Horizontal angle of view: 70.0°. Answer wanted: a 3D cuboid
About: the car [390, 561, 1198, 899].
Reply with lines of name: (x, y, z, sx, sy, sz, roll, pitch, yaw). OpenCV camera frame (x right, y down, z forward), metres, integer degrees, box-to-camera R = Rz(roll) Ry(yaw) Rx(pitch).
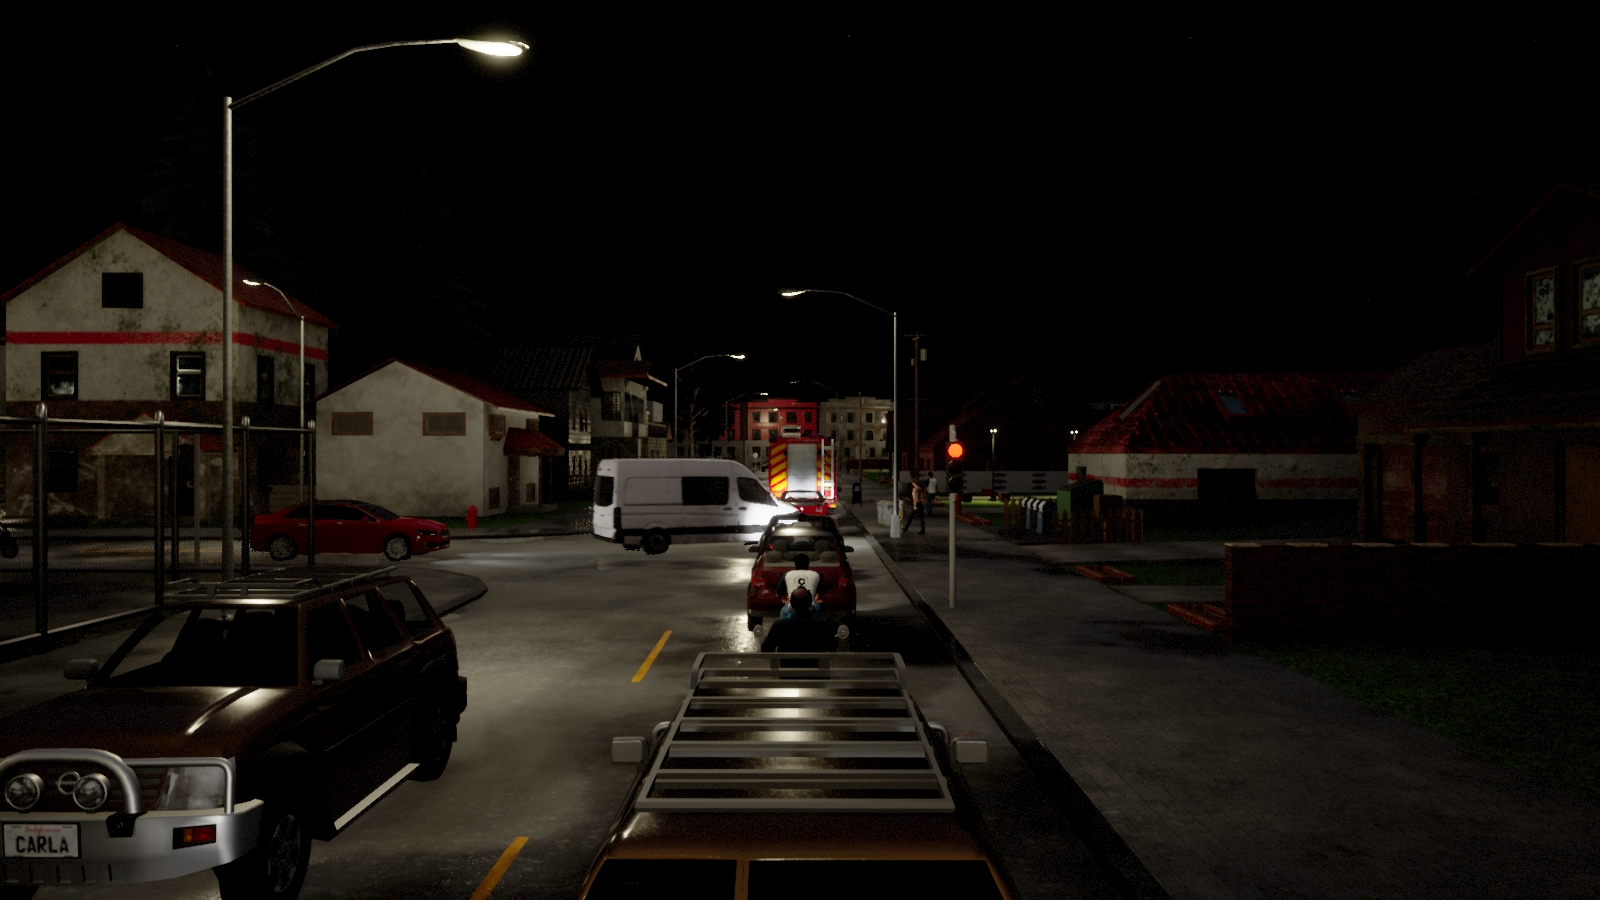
car: (-0.006, 1.641, 5.035, 1.932, 1.855, 4.605, 0, 0, 0)

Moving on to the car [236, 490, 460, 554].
car: (-11.527, 1.831, 29.424, 4.892, 1.480, 2.231, 0, 0, 0)

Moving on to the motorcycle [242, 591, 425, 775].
motorcycle: (-3.994, 1.958, 9.954, 0.856, 1.236, 1.805, 0, 0, 0)

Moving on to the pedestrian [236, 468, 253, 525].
pedestrian: (-18.241, 1.510, 37.534, 0.375, 1.860, 0.375, 0, 0, -1)

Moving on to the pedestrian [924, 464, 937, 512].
pedestrian: (5.187, 1.507, 45.358, 0.375, 1.860, 0.375, 0, 0, -28)

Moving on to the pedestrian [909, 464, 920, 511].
pedestrian: (4.612, 1.506, 45.984, 0.375, 1.860, 0.375, 0, 0, 15)

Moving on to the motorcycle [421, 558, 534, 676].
motorcycle: (-3.894, 1.987, 13.966, 0.803, 1.145, 2.033, 0, 0, 0)

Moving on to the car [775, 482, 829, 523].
car: (0.074, 1.919, 42.742, 1.895, 1.301, 4.718, 0, 0, 0)

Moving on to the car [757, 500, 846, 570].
car: (0.042, 1.920, 26.673, 1.895, 1.301, 4.718, 0, 0, 0)

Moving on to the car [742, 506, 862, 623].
car: (0.027, 1.798, 18.824, 1.789, 1.549, 3.705, 0, 0, 0)

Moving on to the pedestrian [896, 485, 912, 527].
pedestrian: (3.330, 1.791, 36.696, 0.375, 1.300, 0.375, 0, 0, 32)

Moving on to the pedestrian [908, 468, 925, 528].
pedestrian: (3.675, 1.512, 36.087, 0.375, 1.860, 0.375, 0, 0, -41)

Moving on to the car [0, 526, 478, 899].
car: (-3.983, 1.640, 8.349, 1.932, 1.855, 4.605, 0, 0, 0)

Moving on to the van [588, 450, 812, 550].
van: (-2.747, 1.303, 31.953, 5.915, 2.561, 1.988, 0, 1, -28)
